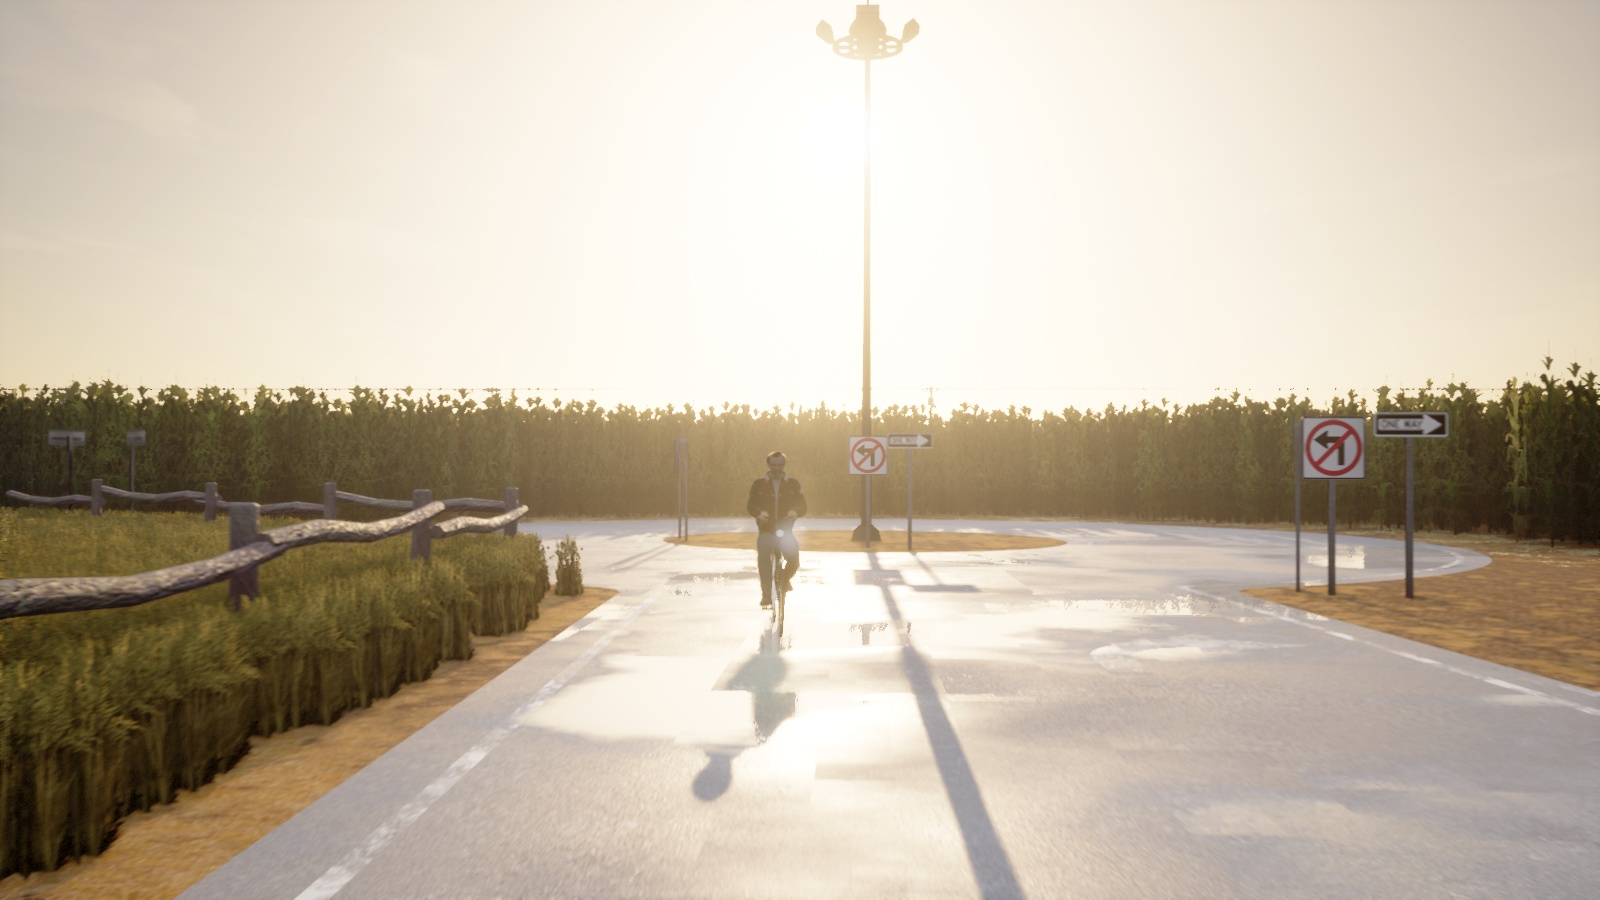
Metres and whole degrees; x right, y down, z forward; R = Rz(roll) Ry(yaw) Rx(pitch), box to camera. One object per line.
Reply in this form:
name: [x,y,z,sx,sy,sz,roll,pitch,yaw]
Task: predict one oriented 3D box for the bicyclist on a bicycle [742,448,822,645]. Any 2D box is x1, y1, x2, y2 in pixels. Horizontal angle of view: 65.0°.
bicyclist on a bicycle: [-0.204,0.892,12.314,0.659,1.776,1.843,0,-1,-4]
